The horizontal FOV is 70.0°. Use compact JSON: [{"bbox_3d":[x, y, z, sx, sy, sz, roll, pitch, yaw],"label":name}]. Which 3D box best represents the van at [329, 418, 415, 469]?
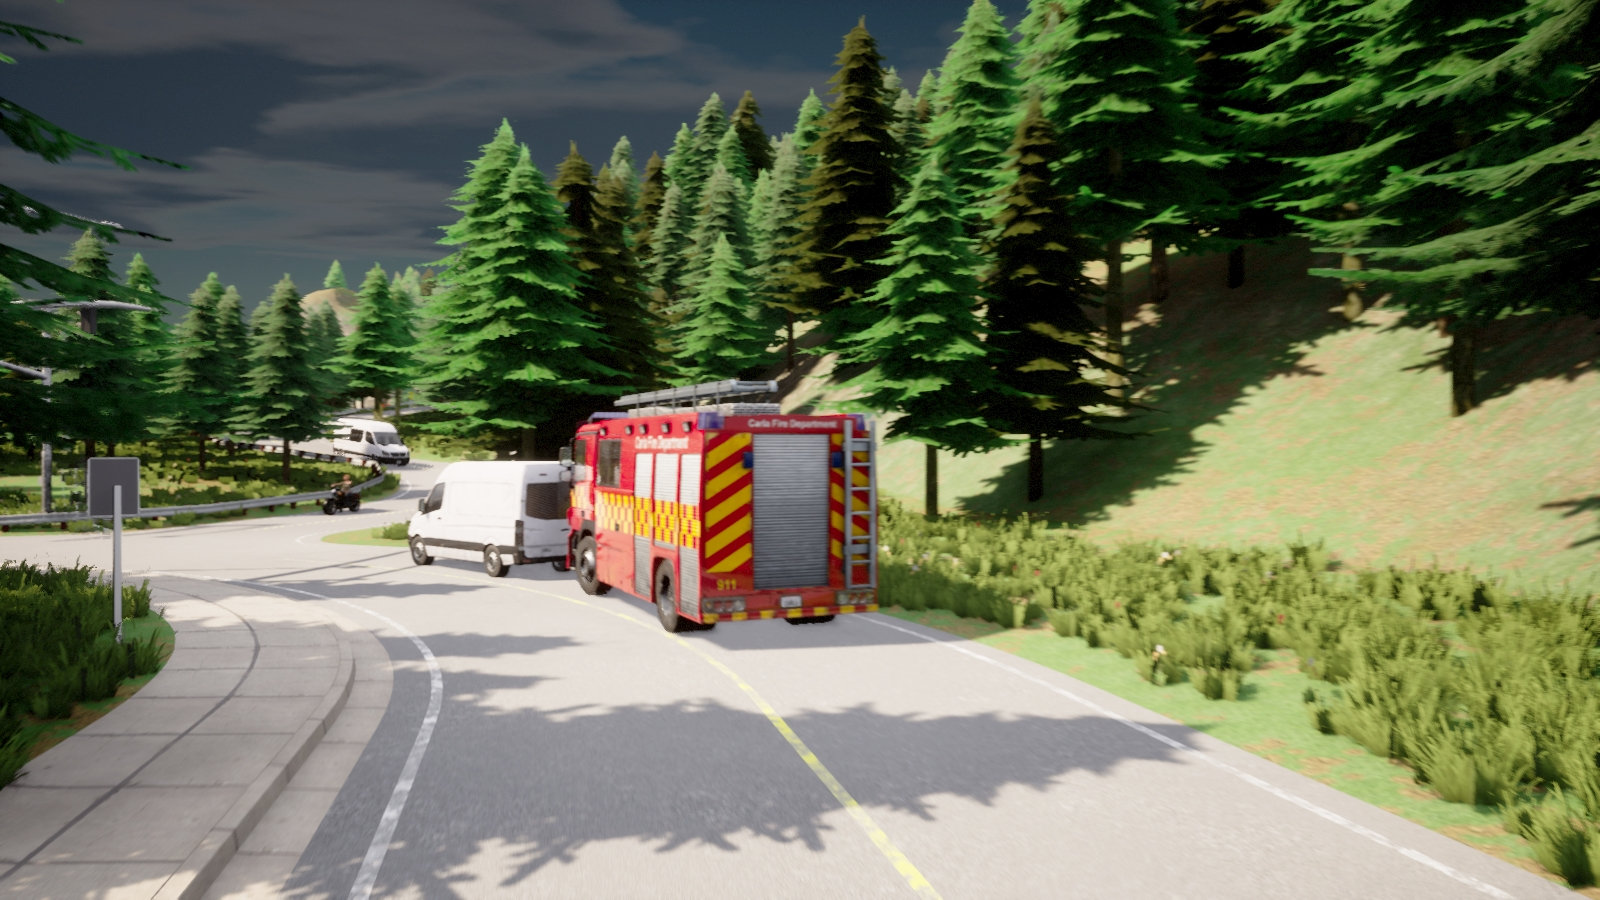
[{"bbox_3d":[-26.072,-0.446,69.484,5.915,2.561,1.988,7,4,38],"label":"van"}]

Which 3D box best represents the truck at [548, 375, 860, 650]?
[{"bbox_3d":[-2.153,0.867,20.397,2.891,3.827,8.468,0,0,-24],"label":"truck"}]

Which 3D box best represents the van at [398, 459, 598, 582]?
[{"bbox_3d":[-7.290,1.517,27.104,1.988,2.561,5.915,0,0,-43],"label":"van"}]
